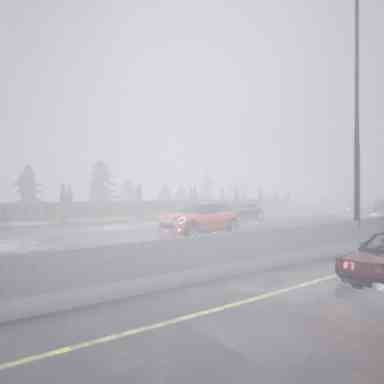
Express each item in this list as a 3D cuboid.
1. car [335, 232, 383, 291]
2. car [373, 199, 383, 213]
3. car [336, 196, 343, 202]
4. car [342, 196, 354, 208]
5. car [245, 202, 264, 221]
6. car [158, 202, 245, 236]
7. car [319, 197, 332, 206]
[{"bbox_3d":[5.478,1.605,8.039,4.718,1.301,1.895,0,0,-39],"label":"car"},{"bbox_3d":[21.781,1.570,37.792,1.882,1.535,5.008,0,0,30],"label":"car"},{"bbox_3d":[34.593,1.663,76.760,1.812,1.442,4.674,0,0,7],"label":"car"},{"bbox_3d":[24.996,1.718,51.818,2.033,1.411,5.357,0,0,23],"label":"car"},{"bbox_3d":[3.743,1.533,25.720,1.837,1.490,4.892,0,0,44],"label":"car"},{"bbox_3d":[0.403,1.362,17.807,4.553,1.767,2.097,0,0,-41],"label":"car"},{"bbox_3d":[24.809,1.744,61.966,1.837,1.490,4.892,0,0,16],"label":"car"}]
